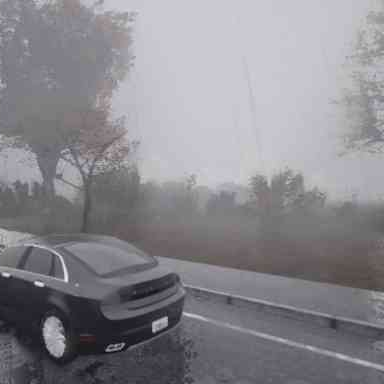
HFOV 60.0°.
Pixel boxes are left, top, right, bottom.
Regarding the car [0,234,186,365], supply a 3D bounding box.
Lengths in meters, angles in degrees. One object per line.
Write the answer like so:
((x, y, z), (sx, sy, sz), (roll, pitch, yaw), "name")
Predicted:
((-2.351, 1.509, 5.889), (4.892, 1.490, 1.837), (0, 0, 37), "car")
